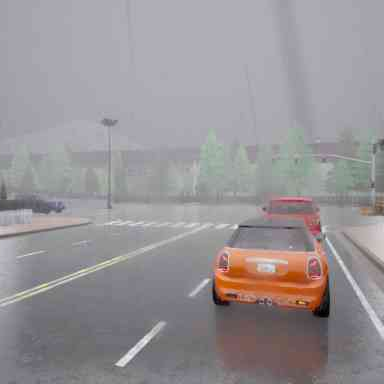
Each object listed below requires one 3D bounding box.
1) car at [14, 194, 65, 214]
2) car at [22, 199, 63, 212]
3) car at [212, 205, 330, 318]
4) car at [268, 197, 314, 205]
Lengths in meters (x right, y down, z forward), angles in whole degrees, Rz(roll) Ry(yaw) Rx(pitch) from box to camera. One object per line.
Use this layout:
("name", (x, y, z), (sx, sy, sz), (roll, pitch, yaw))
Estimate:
("car", (-16.272, 1.217, 35.262), (5.566, 2.045, 2.150), (0, 0, 16))
("car", (-17.649, 1.555, 39.297), (4.181, 1.385, 1.994), (0, 0, 16))
("car", (1.994, 1.352, 7.823), (2.097, 1.767, 4.553), (0, 0, 19))
("car", (4.167, 1.221, 14.098), (2.150, 2.045, 5.566), (0, 0, 16))
